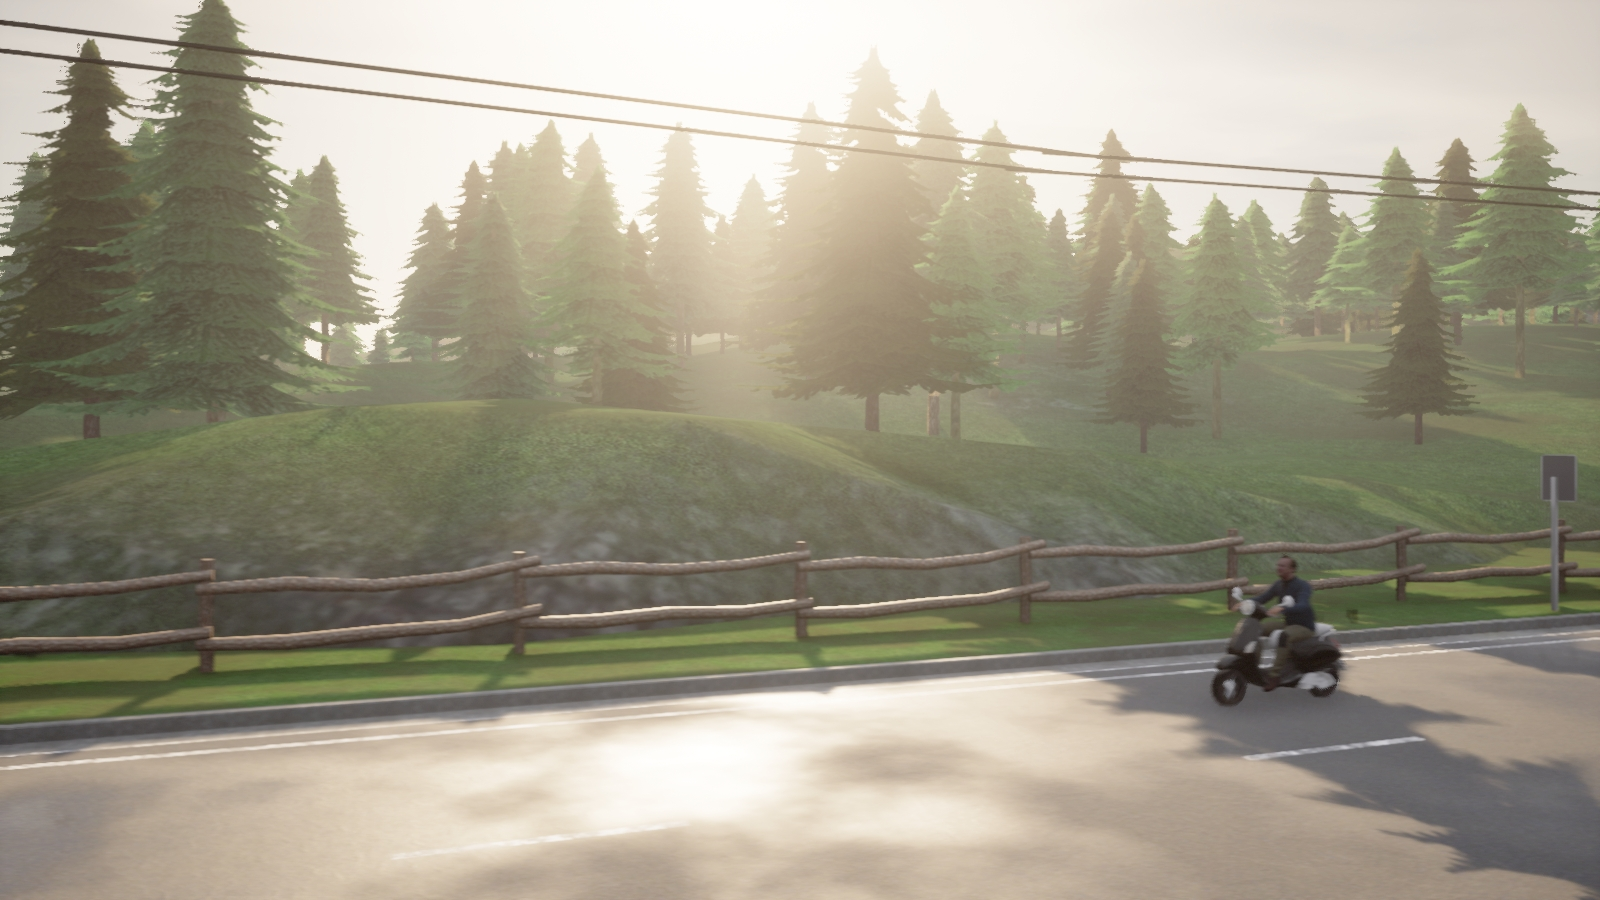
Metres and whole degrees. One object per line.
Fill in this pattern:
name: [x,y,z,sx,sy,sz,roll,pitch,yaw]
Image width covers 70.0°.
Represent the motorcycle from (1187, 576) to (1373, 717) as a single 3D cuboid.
motorcycle: [5.319,2.136,12.685,1.805,1.316,0.856,0,0,-20]
